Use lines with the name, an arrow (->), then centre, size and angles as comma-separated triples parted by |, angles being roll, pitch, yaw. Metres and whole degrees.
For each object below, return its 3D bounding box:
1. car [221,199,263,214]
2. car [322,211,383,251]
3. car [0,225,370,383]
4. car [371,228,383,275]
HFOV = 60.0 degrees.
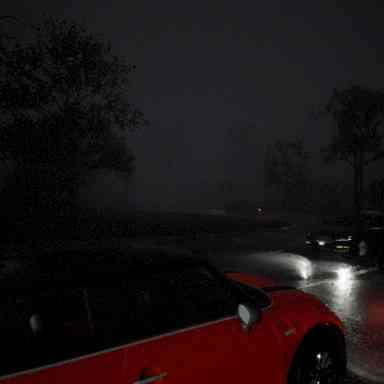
car -> 5.149, 1.514, 35.064 | 1.837, 1.490, 4.892 | 0, 0, -41
car -> 6.414, 1.505, 12.762 | 4.892, 1.490, 1.837 | 0, 0, -35
car -> -0.418, 1.352, 3.421 | 4.553, 1.767, 2.097 | 0, 0, -35
car -> 6.788, 1.601, 8.550 | 4.718, 1.301, 1.895 | 0, 0, -36
